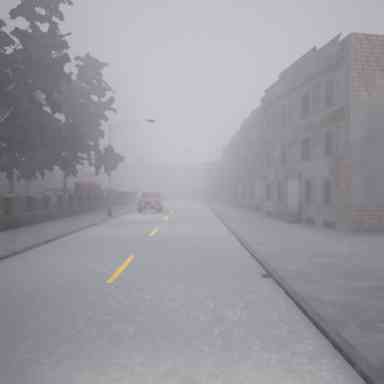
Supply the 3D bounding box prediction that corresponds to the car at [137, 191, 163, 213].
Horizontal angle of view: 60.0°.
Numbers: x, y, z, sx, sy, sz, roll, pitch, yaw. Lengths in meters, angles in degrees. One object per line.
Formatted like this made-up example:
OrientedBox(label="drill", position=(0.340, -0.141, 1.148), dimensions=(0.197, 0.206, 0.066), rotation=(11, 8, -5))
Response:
OrientedBox(label="car", position=(-4.139, 0.970, 33.720), dimensions=(2.150, 2.045, 5.566), rotation=(0, 0, 0))
